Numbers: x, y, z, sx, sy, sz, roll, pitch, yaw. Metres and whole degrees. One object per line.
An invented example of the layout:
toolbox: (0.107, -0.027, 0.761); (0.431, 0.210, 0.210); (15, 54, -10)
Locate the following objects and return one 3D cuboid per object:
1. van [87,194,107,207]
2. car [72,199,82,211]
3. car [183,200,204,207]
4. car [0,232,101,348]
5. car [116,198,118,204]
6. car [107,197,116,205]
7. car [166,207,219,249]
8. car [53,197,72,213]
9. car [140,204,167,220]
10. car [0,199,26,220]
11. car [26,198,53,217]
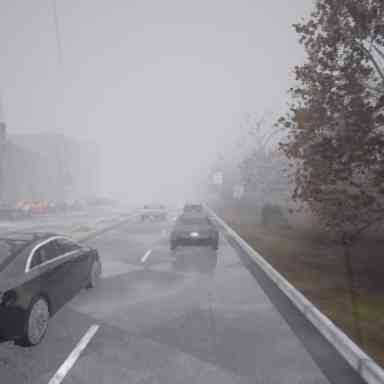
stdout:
van: (-15.546, 1.339, 53.556); (1.878, 1.987, 4.442); (0, 0, 0)
car: (-15.521, 1.581, 42.624); (2.002, 1.452, 4.674); (0, 0, 0)
car: (0.103, 1.541, 32.478); (1.882, 1.535, 5.008); (0, 0, 0)
car: (-3.149, 1.504, 6.278); (2.128, 1.511, 4.902); (0, 0, 0)
car: (-15.590, 1.629, 64.664); (2.002, 1.452, 4.674); (-2, 0, 0)
car: (-15.560, 1.607, 59.167); (2.163, 1.488, 4.792); (0, 0, 0)
car: (0.102, 1.593, 14.690); (1.994, 1.385, 4.181); (0, 0, 0)
car: (-15.507, 1.404, 37.003); (2.185, 1.767, 4.553); (0, 0, 0)
car: (-3.146, 1.656, 28.386); (1.895, 1.301, 4.718); (0, 0, 0)
car: (-15.482, 1.506, 25.927); (2.231, 1.521, 4.892); (0, 0, 0)
car: (-15.494, 1.392, 31.478); (2.185, 1.767, 4.553); (0, 0, 0)
